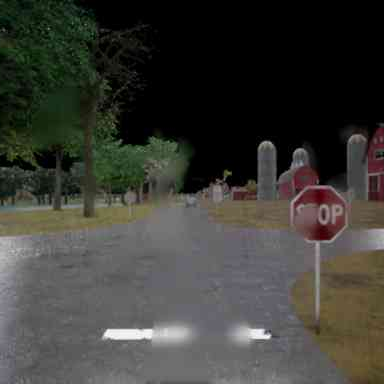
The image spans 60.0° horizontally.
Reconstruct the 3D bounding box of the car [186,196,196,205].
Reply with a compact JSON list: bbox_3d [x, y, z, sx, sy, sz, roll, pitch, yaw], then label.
[{"bbox_3d":[-0.166,1.802,71.761,2.097,1.767,4.553,0,-1,0],"label":"car"}]

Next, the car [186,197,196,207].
[{"bbox_3d":[-0.142,1.932,61.366,2.128,1.511,4.902,0,-1,0],"label":"car"}]
